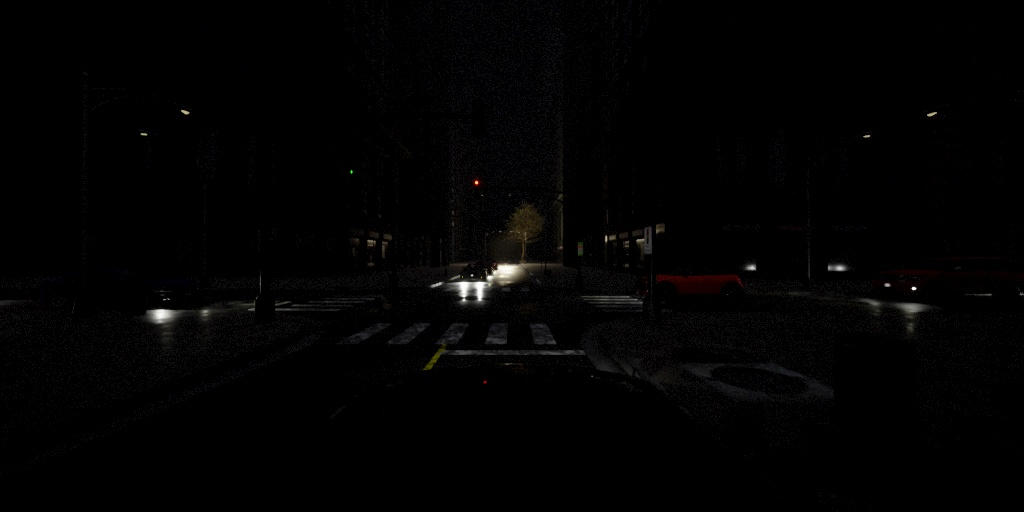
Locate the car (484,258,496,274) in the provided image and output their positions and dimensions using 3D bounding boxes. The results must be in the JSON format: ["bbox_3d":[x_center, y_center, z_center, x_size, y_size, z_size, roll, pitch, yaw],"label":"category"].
[{"bbox_3d":[-3.076,1.232,38.675,1.882,1.535,5.008,0,0,0],"label":"car"}]

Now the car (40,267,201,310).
[{"bbox_3d":[-14.903,1.176,13.820,5.008,1.535,1.882,0,0,2],"label":"car"}]

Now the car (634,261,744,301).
[{"bbox_3d":[8.229,1.130,17.010,4.553,1.767,2.097,0,0,0],"label":"car"}]

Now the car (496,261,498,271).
[{"bbox_3d":[-3.057,1.117,49.449,2.097,1.767,4.553,0,0,0],"label":"car"}]

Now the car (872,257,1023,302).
[{"bbox_3d":[20.580,1.039,16.993,5.566,2.045,2.150,0,0,1],"label":"car"}]

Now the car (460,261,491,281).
[{"bbox_3d":[-3.082,1.314,29.605,1.994,1.385,4.181,0,0,0],"label":"car"}]
